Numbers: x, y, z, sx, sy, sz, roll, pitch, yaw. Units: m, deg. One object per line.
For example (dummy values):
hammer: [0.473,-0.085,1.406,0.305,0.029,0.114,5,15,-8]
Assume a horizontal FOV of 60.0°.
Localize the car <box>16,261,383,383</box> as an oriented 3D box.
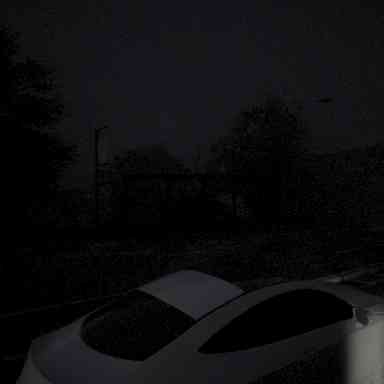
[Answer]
car: [0.687,1.525,3.624,4.674,1.442,1.812,0,0,-36]
